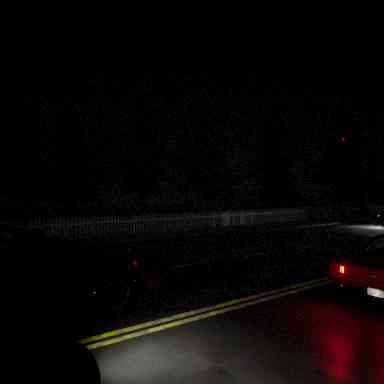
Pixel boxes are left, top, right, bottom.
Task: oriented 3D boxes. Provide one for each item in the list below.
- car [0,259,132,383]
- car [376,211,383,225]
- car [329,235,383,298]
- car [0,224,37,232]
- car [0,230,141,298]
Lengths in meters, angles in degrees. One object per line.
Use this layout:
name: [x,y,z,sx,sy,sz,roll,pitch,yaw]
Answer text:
car: [-2.819,1.526,1.759,4.674,1.442,1.812,0,0,-36]
car: [14.582,1.525,23.001,4.674,1.442,1.812,0,0,-36]
car: [5.254,1.601,7.519,4.718,1.301,1.895,0,0,-35]
car: [-6.187,1.491,8.178,4.902,1.511,2.128,0,0,-36]
car: [-3.073,1.564,6.100,4.181,1.385,1.994,0,0,-36]
